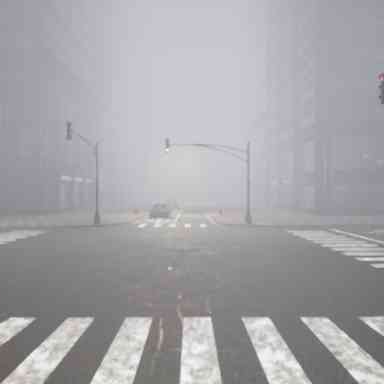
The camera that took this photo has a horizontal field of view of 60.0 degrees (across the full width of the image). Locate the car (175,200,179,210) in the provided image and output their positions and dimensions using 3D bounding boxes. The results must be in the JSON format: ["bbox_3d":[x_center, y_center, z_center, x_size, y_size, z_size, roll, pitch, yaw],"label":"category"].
[{"bbox_3d":[-3.097,2.050,53.854,2.128,1.511,4.902,0,-1,0],"label":"car"}]

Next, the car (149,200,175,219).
[{"bbox_3d":[-3.043,1.835,32.808,1.837,1.490,4.892,0,0,2],"label":"car"}]
